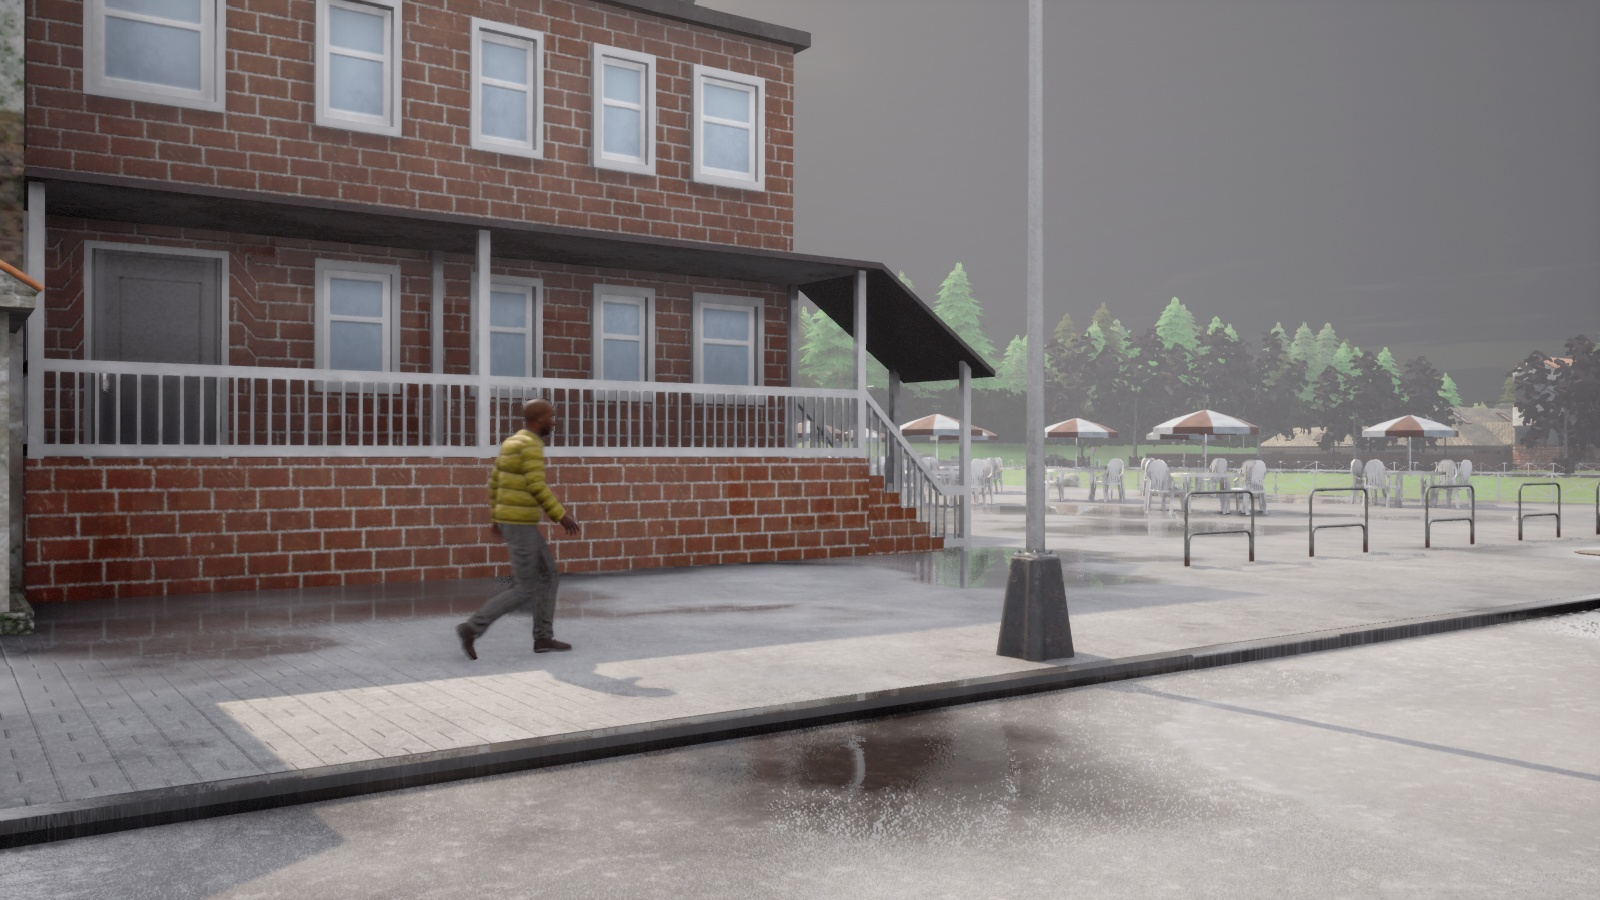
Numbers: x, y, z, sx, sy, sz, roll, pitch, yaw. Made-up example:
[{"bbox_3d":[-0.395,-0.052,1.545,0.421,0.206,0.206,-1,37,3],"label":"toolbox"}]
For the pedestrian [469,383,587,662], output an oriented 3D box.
[{"bbox_3d":[-1.862,0.480,8.587,0.726,1.835,0.370,0,0,-23],"label":"pedestrian"}]
